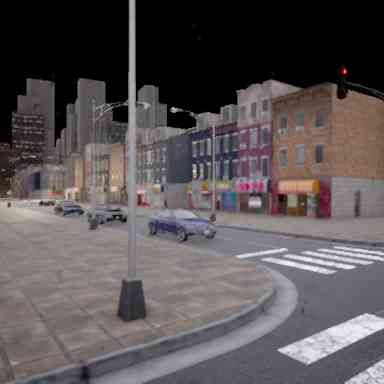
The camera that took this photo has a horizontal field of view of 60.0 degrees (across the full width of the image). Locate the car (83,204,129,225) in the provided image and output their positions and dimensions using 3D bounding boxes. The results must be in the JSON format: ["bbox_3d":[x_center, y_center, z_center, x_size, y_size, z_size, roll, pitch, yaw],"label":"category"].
[{"bbox_3d":[-6.401,1.620,25.095,1.994,1.385,4.181,0,0,-35],"label":"car"}]

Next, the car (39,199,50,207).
[{"bbox_3d":[-23.551,1.720,54.298,1.895,1.301,4.718,0,0,-35],"label":"car"}]

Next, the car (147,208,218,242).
[{"bbox_3d":[-0.662,1.570,17.033,1.812,1.442,4.674,0,0,-35],"label":"car"}]

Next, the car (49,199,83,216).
[{"bbox_3d":[-12.529,1.620,33.726,2.033,1.411,5.357,0,0,-35],"label":"car"}]
